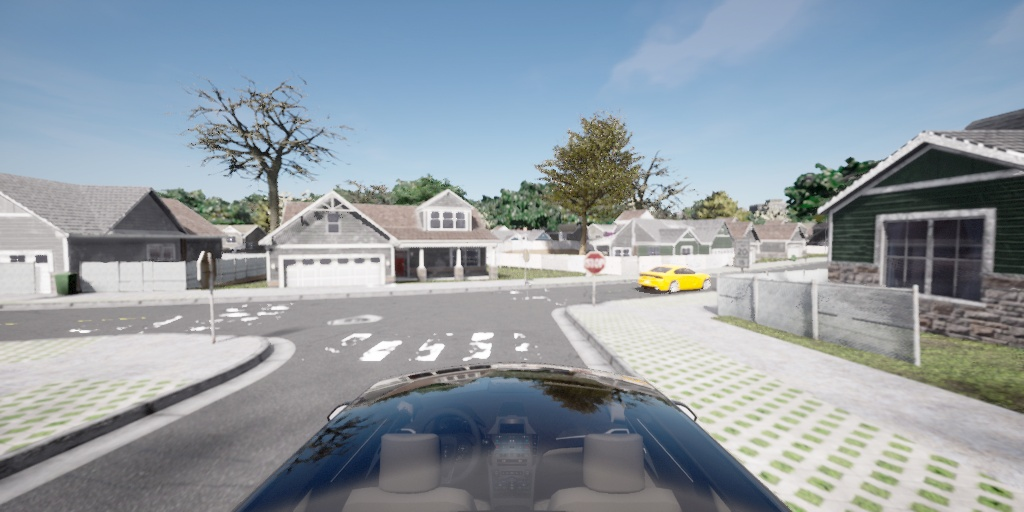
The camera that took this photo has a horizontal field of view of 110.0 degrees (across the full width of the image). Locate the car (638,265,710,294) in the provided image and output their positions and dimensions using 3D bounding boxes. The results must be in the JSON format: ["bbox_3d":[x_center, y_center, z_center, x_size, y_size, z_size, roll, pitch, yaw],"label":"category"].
[{"bbox_3d":[9.751,1.298,21.395,5.008,1.535,1.882,-1,3,-30],"label":"car"}]
